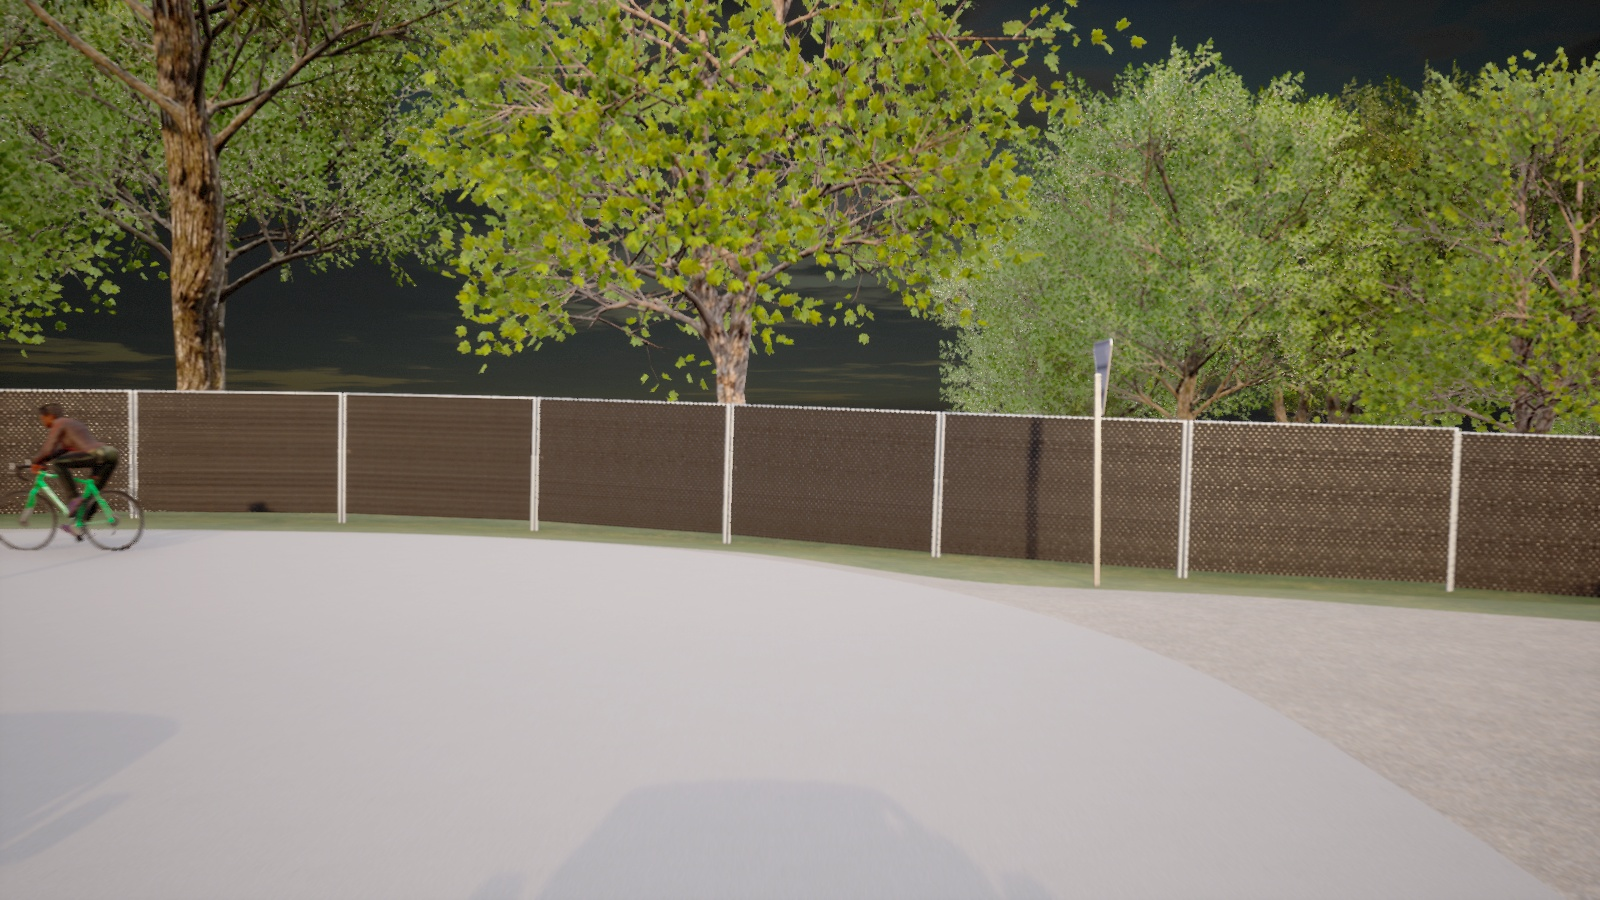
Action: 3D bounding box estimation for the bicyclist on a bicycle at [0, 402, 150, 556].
[{"bbox_3d":[-8.064,0.301,13.629,1.656,1.620,0.582,0,3,-1],"label":"bicyclist on a bicycle"}]
